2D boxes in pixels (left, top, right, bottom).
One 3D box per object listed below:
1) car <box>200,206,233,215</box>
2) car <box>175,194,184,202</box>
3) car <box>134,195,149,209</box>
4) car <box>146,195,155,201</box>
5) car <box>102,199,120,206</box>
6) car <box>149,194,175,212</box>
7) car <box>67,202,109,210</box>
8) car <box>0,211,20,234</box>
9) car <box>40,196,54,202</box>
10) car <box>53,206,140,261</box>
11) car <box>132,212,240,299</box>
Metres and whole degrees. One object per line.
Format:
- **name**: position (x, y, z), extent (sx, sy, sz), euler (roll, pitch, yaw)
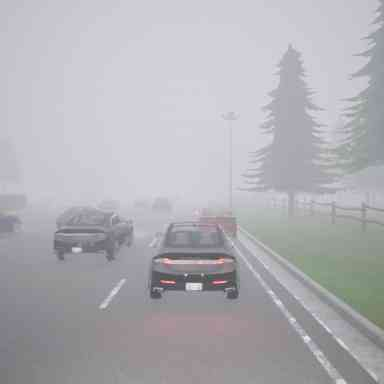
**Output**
- **car**: position (1.235, 1.478, 17.760), extent (1.882, 1.535, 5.008), euler (0, 0, 0)
- **car**: position (-3.429, 1.354, 74.248), extent (2.097, 1.767, 4.553), euler (0, 0, 0)
- **car**: position (-6.874, 1.547, 46.602), extent (2.033, 1.411, 5.357), euler (0, 0, 0)
- **car**: position (-10.451, 1.500, 84.343), extent (1.837, 1.490, 4.892), euler (0, 0, 0)
- **car**: position (-10.376, 1.564, 41.753), extent (1.994, 1.385, 4.181), euler (0, 0, 0)
- **car**: position (-3.378, 1.352, 38.326), extent (2.097, 1.767, 4.553), euler (0, 0, 0)
- **car**: position (-6.888, 1.564, 20.876), extent (1.994, 1.385, 4.181), euler (0, 0, 0)
- **car**: position (-10.390, 1.477, 16.273), extent (1.882, 1.535, 5.008), euler (0, 0, 0)
- **car**: position (-33.020, 1.595, 75.662), extent (1.895, 1.301, 4.718), euler (0, 0, -40)
- **car**: position (-3.393, 1.491, 12.260), extent (2.128, 1.511, 4.902), euler (0, 0, 0)
- **car**: position (0.057, 1.492, 8.419), extent (2.128, 1.511, 4.902), euler (0, 0, 0)
